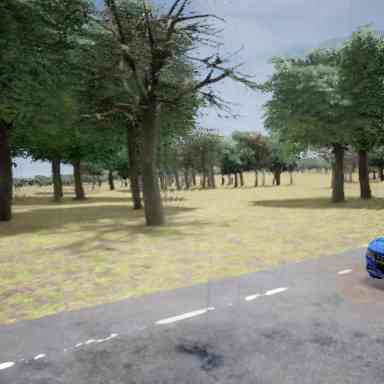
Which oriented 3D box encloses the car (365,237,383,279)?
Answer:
[{"bbox_3d":[6.414,1.355,8.552,5.008,1.535,1.882,-1,1,-35],"label":"car"}]
